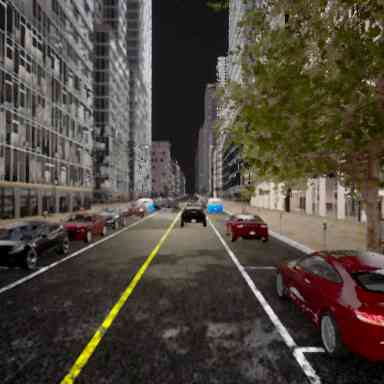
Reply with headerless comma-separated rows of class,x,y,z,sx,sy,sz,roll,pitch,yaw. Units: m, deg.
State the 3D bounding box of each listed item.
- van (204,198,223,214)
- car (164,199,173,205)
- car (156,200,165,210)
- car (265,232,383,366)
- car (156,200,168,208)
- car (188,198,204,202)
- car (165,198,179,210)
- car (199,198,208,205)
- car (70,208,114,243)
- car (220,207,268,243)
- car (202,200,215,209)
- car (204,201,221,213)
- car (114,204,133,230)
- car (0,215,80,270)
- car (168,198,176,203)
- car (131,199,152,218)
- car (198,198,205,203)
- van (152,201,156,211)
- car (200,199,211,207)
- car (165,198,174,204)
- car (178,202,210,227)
van,2.730,1.737,39.830,1.690,1.788,3.998,1,-1,0
car,-5.624,2.321,78.740,1.802,1.307,4.206,1,0,0
car,-5.645,2.066,51.211,1.947,1.339,4.313,1,-1,0
car,2.702,1.644,5.781,1.802,1.307,4.206,1,-1,0
car,-5.635,2.147,62.561,1.887,1.381,4.507,1,0,0
car,0.130,1.766,41.736,2.097,1.767,4.553,0,0,0
car,-3.035,2.068,53.478,2.033,1.411,5.357,0,-1,0
car,2.759,2.179,78.704,1.967,1.590,4.097,1,0,0
car,-5.670,1.723,17.159,1.887,1.381,4.507,1,-1,0
car,2.711,1.723,17.130,1.887,1.381,4.507,1,-1,0
car,2.741,2.118,56.849,1.947,1.339,4.313,1,0,0
car,2.732,1.999,45.502,2.008,1.369,4.403,1,-1,0
car,-5.666,1.785,22.837,2.008,1.369,4.403,1,-1,0
car,-5.675,1.687,11.485,1.947,1.339,4.313,1,-1,0
car,-5.610,2.437,95.462,1.947,1.339,4.313,1,0,0
car,-5.656,1.783,34.187,1.967,1.590,4.097,1,-1,0
car,2.770,2.422,95.433,2.008,1.369,4.403,1,0,0
van,-5.651,1.737,39.863,1.690,1.788,3.998,1,-1,0
car,2.749,2.196,67.548,2.008,1.369,4.403,1,0,0
car,-5.617,2.223,84.314,1.967,1.590,4.097,1,0,0
car,0.118,1.764,25.278,1.837,1.490,4.892,0,0,0
